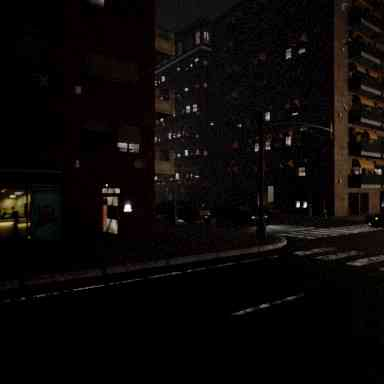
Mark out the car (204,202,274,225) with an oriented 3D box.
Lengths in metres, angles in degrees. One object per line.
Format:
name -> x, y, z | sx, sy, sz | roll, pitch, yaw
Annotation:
car -> 3.536, 1.779, 26.338 | 2.033, 1.411, 5.357 | 0, -1, -34

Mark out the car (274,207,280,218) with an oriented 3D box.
car -> 6.556, 1.844, 32.146 | 1.802, 1.307, 4.206 | -1, 0, -36

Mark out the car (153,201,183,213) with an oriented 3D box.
car -> -3.343, 2.025, 45.600 | 2.008, 1.369, 4.403 | -1, 0, -36

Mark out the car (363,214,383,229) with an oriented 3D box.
car -> 13.489, 1.697, 20.897 | 4.718, 1.301, 1.895 | -1, 0, 5

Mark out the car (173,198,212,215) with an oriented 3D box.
car -> -0.048, 1.718, 41.116 | 2.192, 1.841, 5.009 | -1, 0, -36

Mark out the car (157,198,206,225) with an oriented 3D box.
car -> -0.434, 1.586, 27.049 | 2.192, 1.841, 5.009 | -1, 0, -36

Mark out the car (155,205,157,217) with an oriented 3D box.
car -> -2.340, 1.861, 34.266 | 1.837, 1.490, 4.892 | 0, -1, -37

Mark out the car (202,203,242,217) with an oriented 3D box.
car -> 3.256, 1.899, 36.630 | 1.947, 1.339, 4.313 | -1, 0, -36
